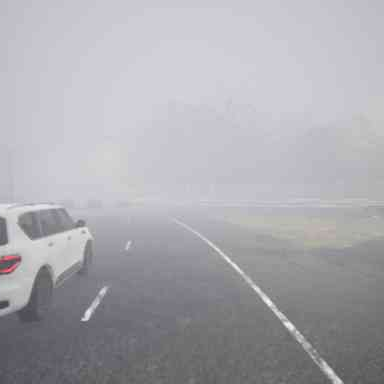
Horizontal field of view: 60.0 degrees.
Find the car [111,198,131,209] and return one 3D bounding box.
[{"bbox_3d":[-9.691,1.561,45.305,1.812,1.442,4.674,0,0,-26],"label":"car"}]

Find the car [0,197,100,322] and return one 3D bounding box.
[{"bbox_3d":[-3.771,1.243,7.314,2.150,2.045,5.566,0,0,-4],"label":"car"}]

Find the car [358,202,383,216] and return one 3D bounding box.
[{"bbox_3d":[17.729,1.455,30.062,4.718,1.301,1.895,0,0,12],"label":"car"}]

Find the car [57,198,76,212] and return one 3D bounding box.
[{"bbox_3d":[-16.179,1.590,42.659,1.837,1.490,4.892,0,1,-26],"label":"car"}]

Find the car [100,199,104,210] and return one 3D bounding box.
[{"bbox_3d":[-13.000,1.537,44.118,1.882,1.535,5.008,0,0,-26],"label":"car"}]
